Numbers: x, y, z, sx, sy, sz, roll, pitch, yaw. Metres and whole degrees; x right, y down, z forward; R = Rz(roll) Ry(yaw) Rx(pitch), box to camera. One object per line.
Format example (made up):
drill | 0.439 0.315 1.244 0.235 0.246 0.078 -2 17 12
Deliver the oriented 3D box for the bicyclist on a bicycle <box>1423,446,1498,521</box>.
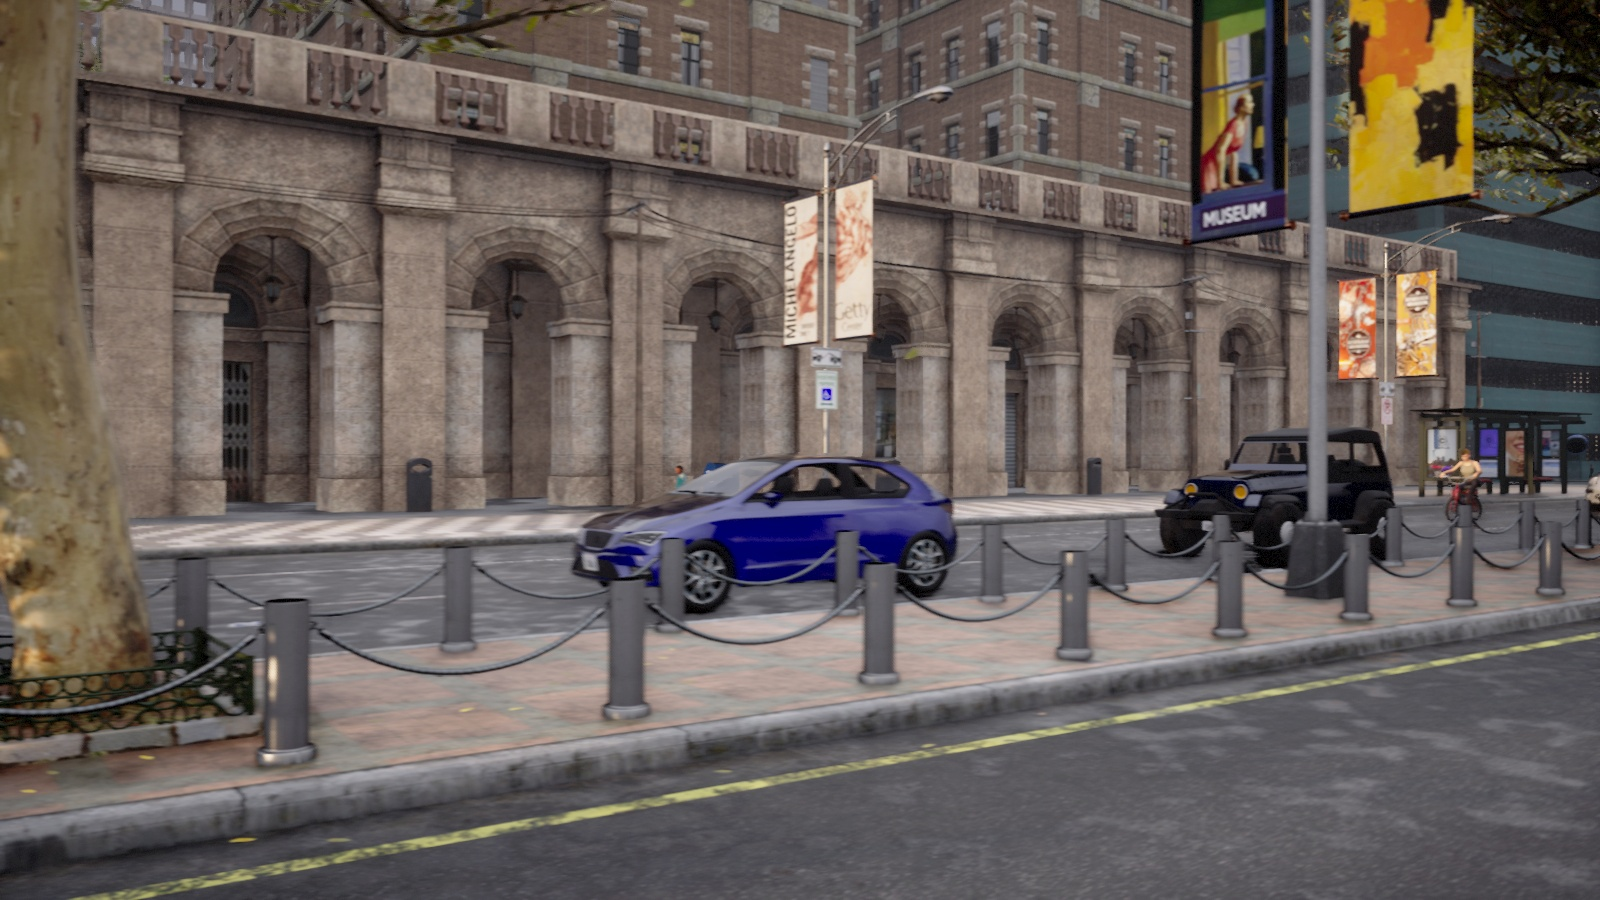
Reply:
bicyclist on a bicycle | 14.650 0.719 27.862 1.509 1.612 0.866 0 0 -35

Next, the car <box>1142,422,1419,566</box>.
car | 7.039 0.570 18.305 3.866 1.878 1.905 0 0 -35

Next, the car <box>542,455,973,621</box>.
car | -0.369 0.791 13.149 4.193 1.474 1.816 0 0 -35

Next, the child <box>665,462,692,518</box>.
child | -2.631 0.854 27.184 0.448 1.192 0.343 0 0 -35

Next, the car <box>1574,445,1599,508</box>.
car | 22.468 0.677 33.310 3.988 1.617 1.851 0 0 -35
